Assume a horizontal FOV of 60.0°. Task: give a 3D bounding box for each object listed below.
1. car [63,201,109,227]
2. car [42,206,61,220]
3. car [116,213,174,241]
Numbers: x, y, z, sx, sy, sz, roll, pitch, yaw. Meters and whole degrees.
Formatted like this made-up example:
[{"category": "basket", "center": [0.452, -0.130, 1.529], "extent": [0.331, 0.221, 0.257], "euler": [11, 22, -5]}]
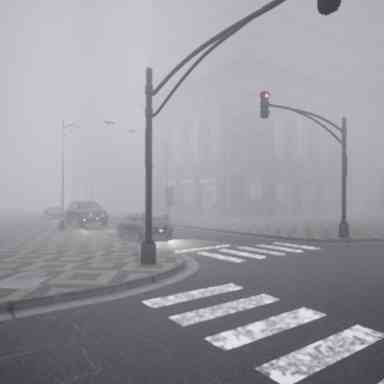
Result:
[{"category": "car", "center": [-8.858, 1.751, 27.778], "extent": [2.150, 2.045, 5.566], "euler": [0, -1, -35]}, {"category": "car", "center": [-14.977, 2.262, 36.420], "extent": [2.033, 1.411, 5.357], "euler": [0, -1, -35]}, {"category": "car", "center": [-2.780, 1.910, 19.199], "extent": [1.994, 1.385, 4.181], "euler": [0, -1, -35]}]
